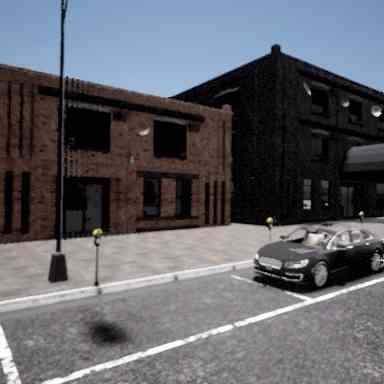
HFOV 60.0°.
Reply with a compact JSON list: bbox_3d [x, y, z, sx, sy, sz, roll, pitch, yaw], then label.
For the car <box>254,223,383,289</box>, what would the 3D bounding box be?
[{"bbox_3d":[3.601,1.562,9.112,4.403,1.369,2.008,0,1,-35],"label":"car"}]
